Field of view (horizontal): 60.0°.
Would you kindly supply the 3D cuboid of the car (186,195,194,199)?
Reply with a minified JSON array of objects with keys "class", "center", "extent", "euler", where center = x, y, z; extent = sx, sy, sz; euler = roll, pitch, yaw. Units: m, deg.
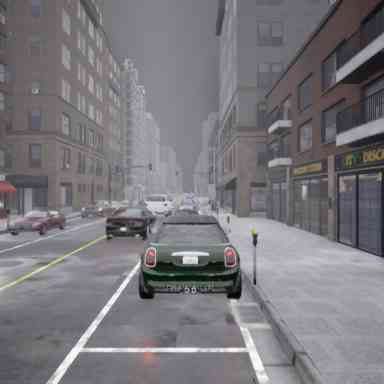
[{"class":"car","center":[-0.383,1.440,35.101],"extent":[1.967,1.590,4.097],"euler":[0,0,0]}]

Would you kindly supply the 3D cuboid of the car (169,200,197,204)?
[{"class":"car","center":[-0.383,1.551,24.063],"extent":[2.008,1.369,4.403],"euler":[0,0,0]}]

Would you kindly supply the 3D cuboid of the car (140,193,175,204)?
[{"class":"car","center":[-3.010,1.225,30.415],"extent":[2.150,2.045,5.566],"euler":[0,0,0]}]

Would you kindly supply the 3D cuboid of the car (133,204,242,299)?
[{"class":"car","center":[-0.032,1.353,8.620],"extent":[2.097,1.767,4.553],"euler":[0,0,0]}]

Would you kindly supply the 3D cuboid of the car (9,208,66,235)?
[{"class":"car","center":[-8.408,1.582,18.538],"extent":[1.802,1.307,4.206],"euler":[0,0,0]}]

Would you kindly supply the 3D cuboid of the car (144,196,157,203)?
[{"class":"car","center":[-8.408,1.549,67.693],"extent":[2.008,1.369,4.403],"euler":[0,0,0]}]

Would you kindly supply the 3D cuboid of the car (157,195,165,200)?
[{"class":"car","center":[-8.408,1.519,90.251],"extent":[1.752,1.417,4.829],"euler":[0,0,0]}]

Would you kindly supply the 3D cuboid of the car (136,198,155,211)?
[{"class":"car","center":[-5.796,1.525,41.980],"extent":[1.812,1.442,4.674],"euler":[0,0,1]}]

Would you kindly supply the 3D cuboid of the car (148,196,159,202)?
[{"class":"car","center":[-8.408,1.543,73.374],"extent":[1.887,1.381,4.507],"euler":[0,0,0]}]

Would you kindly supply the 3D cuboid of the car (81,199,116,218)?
[{"class":"car","center":[-8.408,1.440,29.575],"extent":[1.967,1.590,4.097],"euler":[0,0,0]}]

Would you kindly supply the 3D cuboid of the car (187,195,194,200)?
[{"class":"car","center":[-0.383,1.575,90.427],"extent":[1.802,1.307,4.206],"euler":[0,0,0]}]

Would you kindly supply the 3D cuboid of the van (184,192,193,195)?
[{"class":"van","center":[-0.383,1.339,67.702],"extent":[1.690,1.788,3.998],"euler":[0,0,0]}]

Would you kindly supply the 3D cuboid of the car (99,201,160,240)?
[{"class":"car","center":[-2.990,1.477,17.075],"extent":[1.882,1.535,5.008],"euler":[0,0,1]}]

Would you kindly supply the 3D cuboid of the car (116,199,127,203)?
[{"class":"car","center":[-8.408,1.525,34.923],"extent":[1.752,1.417,4.829],"euler":[0,0,0]}]

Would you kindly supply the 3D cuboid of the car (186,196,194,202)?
[{"class":"car","center":[-0.383,1.579,79.064],"extent":[1.802,1.307,4.206],"euler":[0,0,0]}]

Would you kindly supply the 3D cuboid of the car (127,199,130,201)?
[{"class":"car","center":[-8.408,1.551,40.611],"extent":[2.008,1.369,4.403],"euler":[0,0,0]}]
